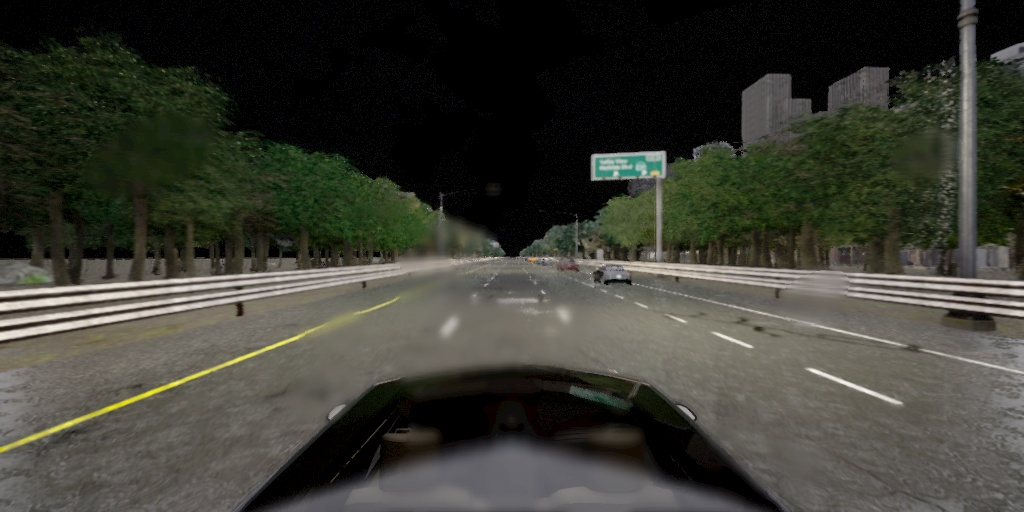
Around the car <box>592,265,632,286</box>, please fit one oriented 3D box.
[{"bbox_3d":[7.021,1.314,25.550,1.994,1.385,4.181,0,0,0],"label":"car"}]

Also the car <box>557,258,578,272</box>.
[{"bbox_3d":[7.034,1.090,45.752,2.097,1.767,4.553,0,0,0],"label":"car"}]
